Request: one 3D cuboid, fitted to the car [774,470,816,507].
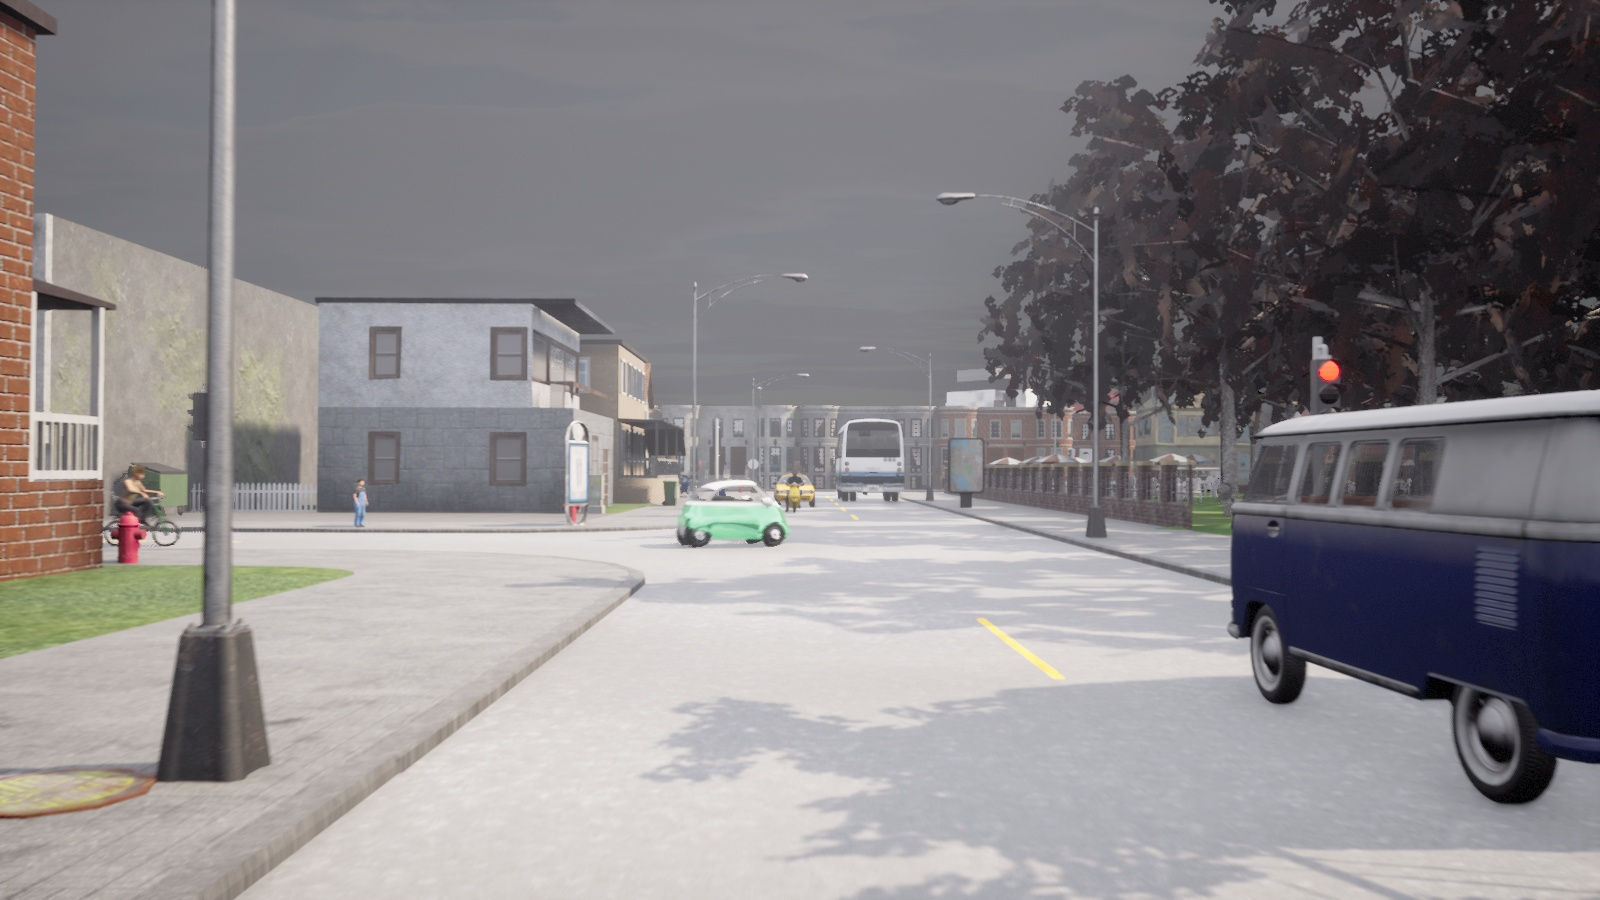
[{"bbox_3d":[-0.227,1.711,56.532,1.801,1.575,5.366,0,-1,0],"label":"car"}]

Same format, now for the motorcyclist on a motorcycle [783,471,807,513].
[{"bbox_3d":[-0.189,1.584,48.154,0.866,1.590,1.817,0,-1,0],"label":"motorcyclist on a motorcycle"}]

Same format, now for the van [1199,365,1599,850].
[{"bbox_3d":[4.032,0.677,7.412,1.775,1.987,4.442,0,-1,-2],"label":"van"}]

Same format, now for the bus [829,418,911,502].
[{"bbox_3d":[3.716,0.601,69.604,3.944,4.253,10.273,0,-1,0],"label":"bus"}]

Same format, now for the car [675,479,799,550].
[{"bbox_3d":[-1.323,1.318,26.190,2.207,1.376,1.481,0,0,-22],"label":"car"}]

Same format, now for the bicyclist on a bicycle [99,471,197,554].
[{"bbox_3d":[-12.983,1.227,25.036,1.509,1.612,0.866,0,-1,0],"label":"bicyclist on a bicycle"}]

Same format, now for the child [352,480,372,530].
[{"bbox_3d":[-11.162,1.390,31.979,0.437,1.263,0.270,-1,-1,33],"label":"child"}]
